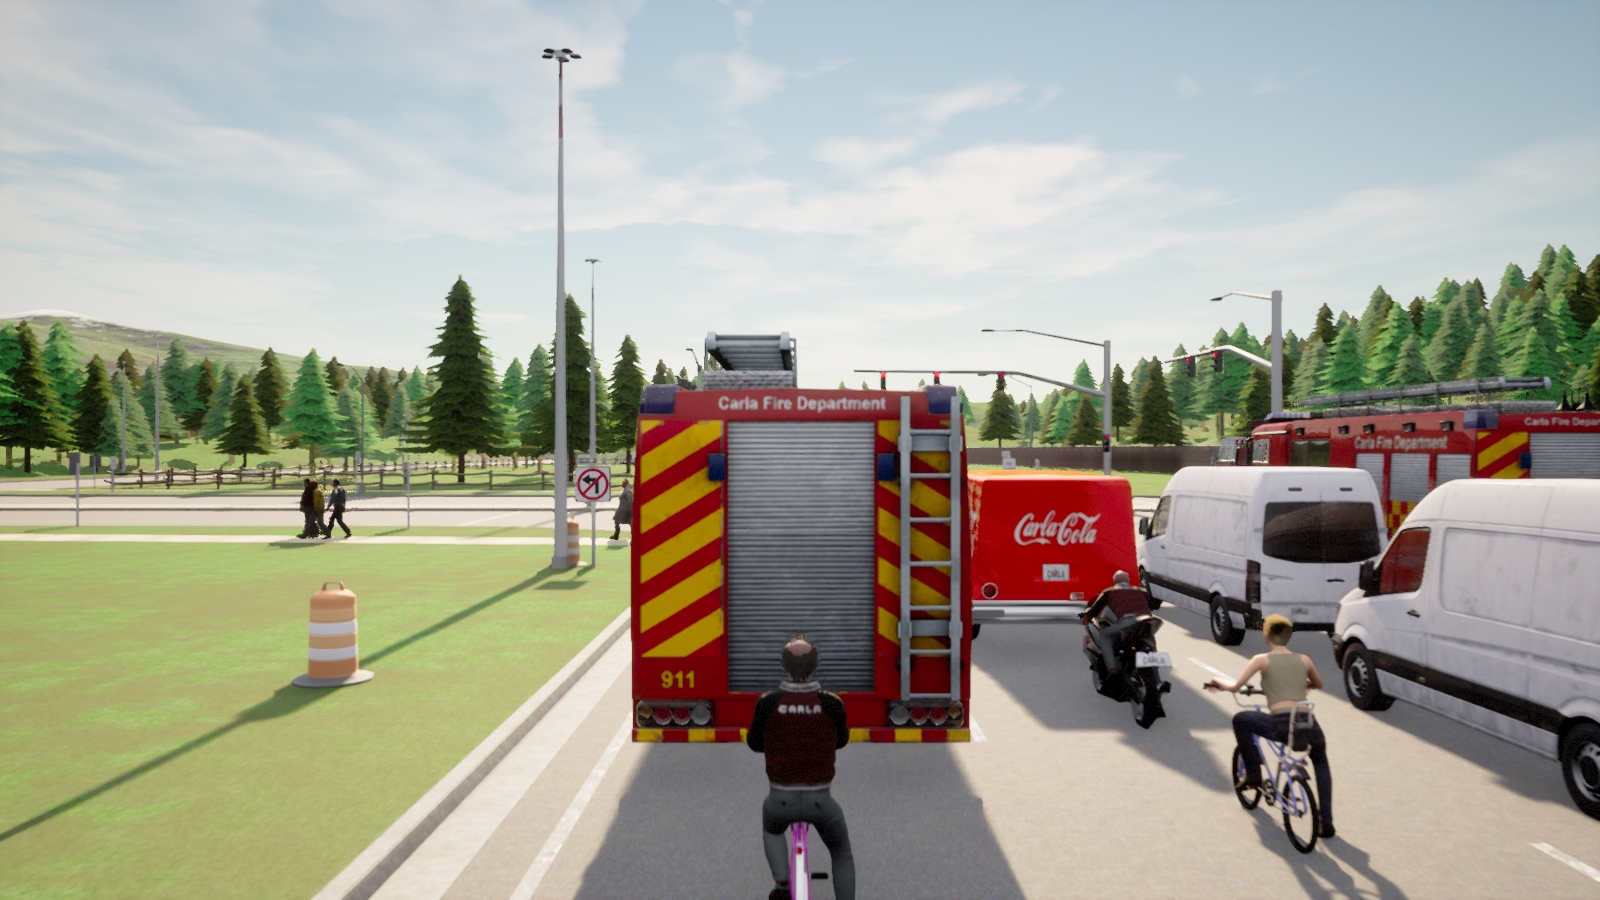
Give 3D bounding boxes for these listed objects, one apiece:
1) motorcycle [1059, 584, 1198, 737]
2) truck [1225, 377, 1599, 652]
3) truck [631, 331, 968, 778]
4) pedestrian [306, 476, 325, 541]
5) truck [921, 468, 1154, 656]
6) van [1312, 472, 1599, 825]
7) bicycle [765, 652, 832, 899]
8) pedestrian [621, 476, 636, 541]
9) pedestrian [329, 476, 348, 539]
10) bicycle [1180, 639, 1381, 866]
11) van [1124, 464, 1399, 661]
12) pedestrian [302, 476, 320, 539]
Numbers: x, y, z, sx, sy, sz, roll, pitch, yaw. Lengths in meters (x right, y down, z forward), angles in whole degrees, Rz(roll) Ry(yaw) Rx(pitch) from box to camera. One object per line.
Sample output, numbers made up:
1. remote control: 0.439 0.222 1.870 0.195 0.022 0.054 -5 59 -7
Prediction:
1. motorcycle: 3.491 2.205 12.367 0.867 1.251 2.209 0 0 0
2. truck: 10.497 0.891 20.088 2.891 3.827 8.468 0 0 0
3. truck: -0.004 0.891 14.012 2.891 3.827 8.468 0 0 0
4. pedestrian: -14.085 1.696 33.195 0.375 1.860 0.375 0 0 3
5. truck: 3.509 1.568 18.160 2.627 2.467 5.204 0 0 0
6. van: 6.995 1.534 10.451 1.988 2.561 5.915 0 0 0
7. bicycle: -0.006 2.060 6.559 0.329 1.471 1.835 0 0 0
8. pedestrian: -4.988 1.696 33.254 0.375 1.860 0.375 0 0 3
9. pedestrian: -13.696 1.696 33.903 0.375 1.860 0.375 0 0 5
10. bicycle: 3.482 2.158 8.430 0.859 1.277 1.487 0 0 0
11. van: 6.998 1.534 18.213 1.988 2.561 5.915 0 0 0
12. pedestrian: -14.557 1.696 34.009 0.375 1.860 0.375 0 0 6
